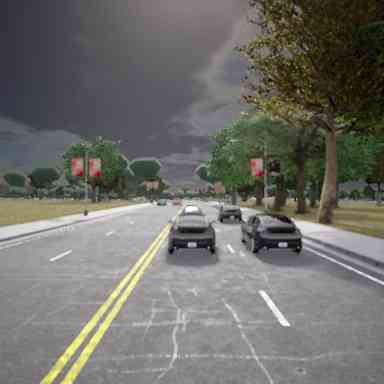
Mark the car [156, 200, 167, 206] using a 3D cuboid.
[{"bbox_3d":[-6.497,2.340,71.804,1.994,1.385,4.181,0,-1,0],"label":"car"}]

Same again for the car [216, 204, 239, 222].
[{"bbox_3d":[3.255,1.805,29.306,1.837,1.490,4.892,0,0,0],"label":"car"}]

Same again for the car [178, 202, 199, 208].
[{"bbox_3d":[0.004,1.861,29.288,1.994,1.385,4.181,0,-1,0],"label":"car"}]

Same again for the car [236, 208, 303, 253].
[{"bbox_3d":[3.255,1.649,14.310,1.837,1.490,4.892,0,0,0],"label":"car"}]

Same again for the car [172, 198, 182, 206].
[{"bbox_3d":[-3.247,2.143,71.837,2.097,1.767,4.553,0,-1,0],"label":"car"}]

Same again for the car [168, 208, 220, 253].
[{"bbox_3d":[0.004,1.649,14.301,1.837,1.490,4.892,0,0,0],"label":"car"}]
